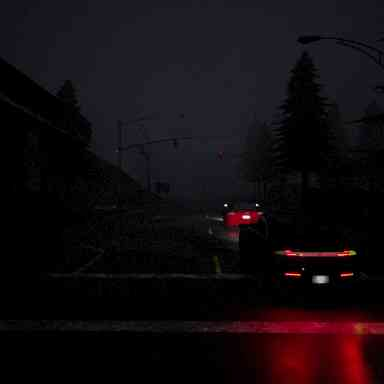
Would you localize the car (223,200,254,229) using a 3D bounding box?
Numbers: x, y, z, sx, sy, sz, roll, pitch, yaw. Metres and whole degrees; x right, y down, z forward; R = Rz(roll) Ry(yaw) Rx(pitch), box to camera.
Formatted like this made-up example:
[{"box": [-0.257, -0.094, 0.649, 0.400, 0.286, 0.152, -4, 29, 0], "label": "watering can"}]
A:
[{"box": [2.739, 1.137, 18.194, 1.994, 1.385, 4.181, -1, 2, 3], "label": "car"}]

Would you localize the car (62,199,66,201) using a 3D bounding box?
[{"box": [-15.104, 1.016, 35.012, 4.181, 1.385, 1.994, 0, 1, 2], "label": "car"}]

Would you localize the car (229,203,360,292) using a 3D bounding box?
[{"box": [2.298, 1.247, 8.248, 2.128, 1.511, 4.902, 0, 2, 1], "label": "car"}]

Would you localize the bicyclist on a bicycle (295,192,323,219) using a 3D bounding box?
[{"box": [6.590, 0.852, 18.778, 1.656, 1.620, 0.582, 0, 1, 2], "label": "bicyclist on a bicycle"}]
